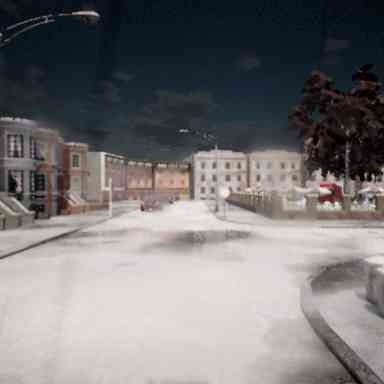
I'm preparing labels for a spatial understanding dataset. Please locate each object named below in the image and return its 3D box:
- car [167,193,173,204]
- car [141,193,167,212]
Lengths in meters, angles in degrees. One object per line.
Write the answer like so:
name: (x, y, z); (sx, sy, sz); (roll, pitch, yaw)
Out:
car: (-4.048, 0.968, 51.138); (2.097, 1.767, 4.553); (0, 1, 1)
car: (-4.083, 1.093, 34.914); (2.097, 1.767, 4.553); (0, 0, 0)
